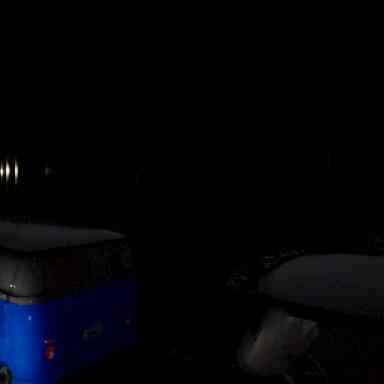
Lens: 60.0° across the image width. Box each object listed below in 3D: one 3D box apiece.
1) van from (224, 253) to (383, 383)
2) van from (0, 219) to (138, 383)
[{"bbox_3d":[1.992,1.339,1.541,3.998,1.788,1.690,0,0,36],"label":"van"},{"bbox_3d":[-2.624,1.350,4.847,3.998,1.788,1.690,0,0,36],"label":"van"}]
